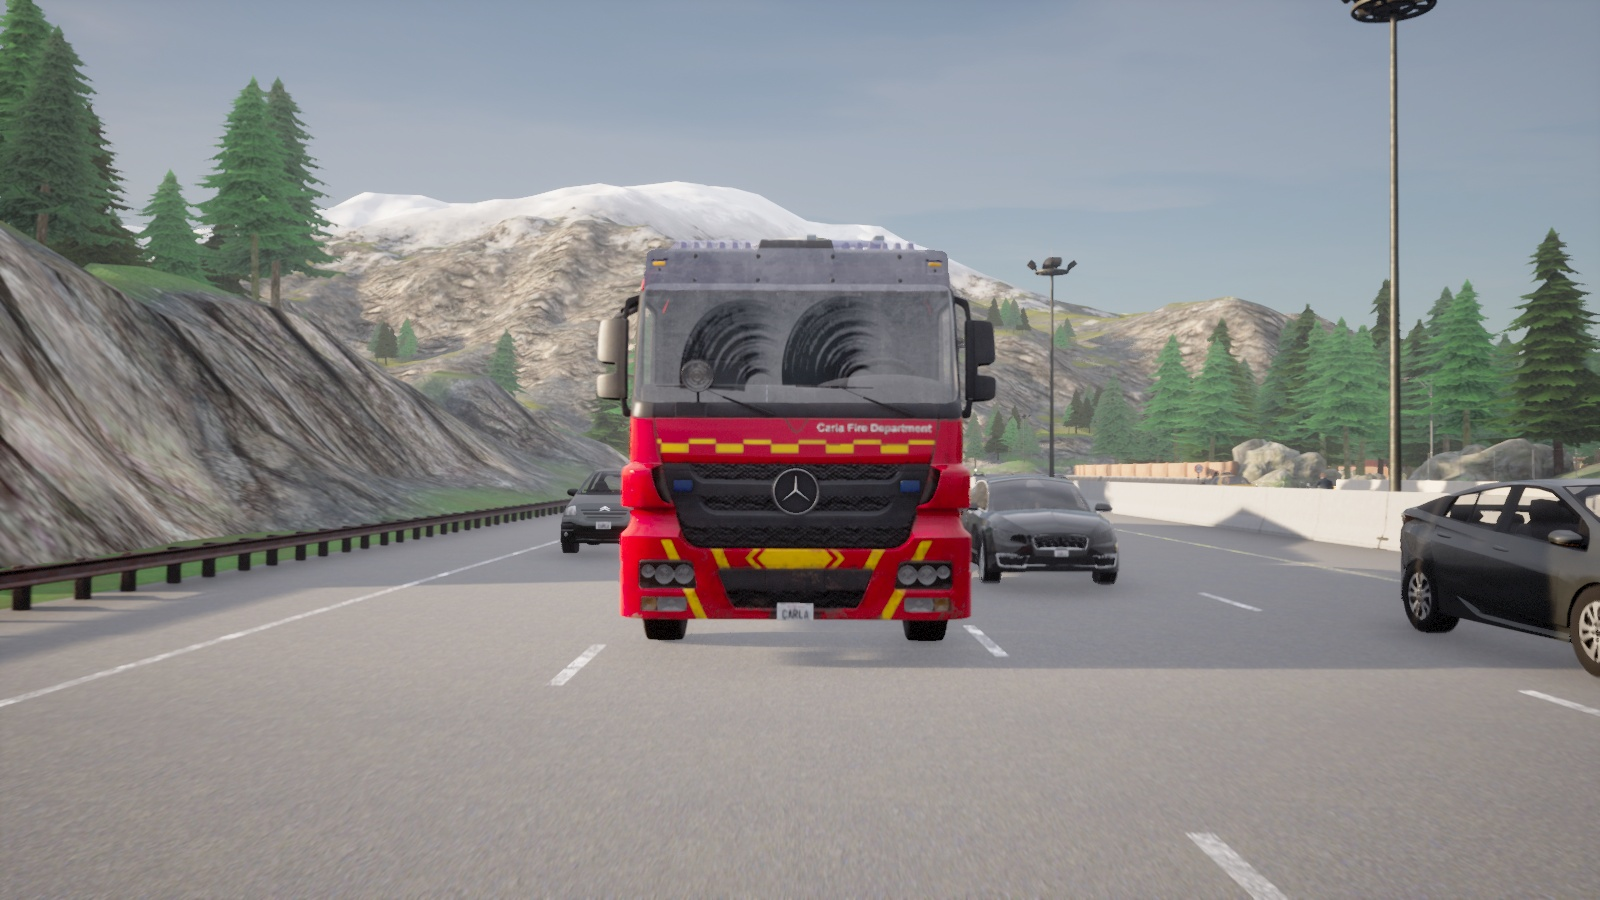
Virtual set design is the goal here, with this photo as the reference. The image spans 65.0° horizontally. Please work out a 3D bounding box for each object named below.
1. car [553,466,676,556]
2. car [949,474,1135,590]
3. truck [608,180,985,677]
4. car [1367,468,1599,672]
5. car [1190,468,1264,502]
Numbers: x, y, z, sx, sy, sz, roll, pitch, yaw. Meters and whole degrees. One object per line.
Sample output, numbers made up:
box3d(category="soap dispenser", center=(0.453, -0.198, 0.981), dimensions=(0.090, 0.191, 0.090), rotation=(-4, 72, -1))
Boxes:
box3d(category="car", center=(-3.561, 1.142, 24.810), dimensions=(1.851, 1.617, 3.988), rotation=(0, -1, 0))
box3d(category="car", center=(3.454, 1.121, 18.885), dimensions=(1.837, 1.490, 4.892), rotation=(0, -1, 0))
box3d(category="truck", center=(-0.038, -0.119, 13.924), dimensions=(2.891, 3.827, 8.468), rotation=(0, -1, 0))
box3d(category="car", center=(6.973, 0.917, 10.932), dimensions=(2.007, 1.525, 4.514), rotation=(0, -1, 0))
box3d(category="car", center=(20.851, 1.700, 61.538), dimensions=(1.801, 1.575, 5.366), rotation=(0, -1, 0))
